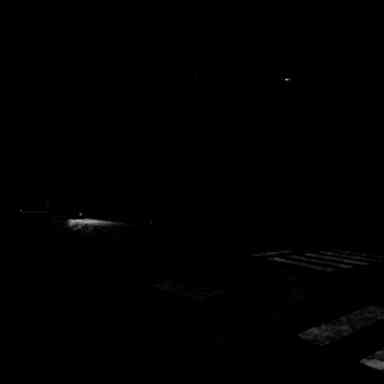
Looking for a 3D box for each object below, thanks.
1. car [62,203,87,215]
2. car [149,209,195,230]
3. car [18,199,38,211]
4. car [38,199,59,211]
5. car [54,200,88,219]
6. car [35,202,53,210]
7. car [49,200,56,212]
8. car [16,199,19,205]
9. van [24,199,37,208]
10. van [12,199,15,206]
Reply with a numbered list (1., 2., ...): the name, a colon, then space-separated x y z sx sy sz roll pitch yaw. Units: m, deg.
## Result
1. car: -15.062 2.120 42.467 1.752 1.417 4.829 1 -1 -36
2. car: -1.549 1.911 23.904 2.008 1.369 4.403 1 -1 -36
3. car: -25.285 2.006 52.058 1.882 1.535 5.008 2 -2 -36
4. car: -21.666 2.036 51.548 2.192 1.841 5.009 1 -1 -36
5. car: -12.112 1.914 33.949 2.128 1.511 4.902 2 -2 -36
6. car: -25.022 2.368 56.150 1.802 1.307 4.206 1 -1 -36
7. car: -18.316 2.201 46.936 1.887 1.381 4.507 1 -1 -36
8. car: -35.079 2.307 69.975 2.192 1.841 5.009 1 -1 -36
9. van: -31.726 2.263 65.368 1.690 1.788 3.998 1 -1 -36
10. van: -41.785 2.477 79.187 1.690 1.788 3.998 1 -1 -36
